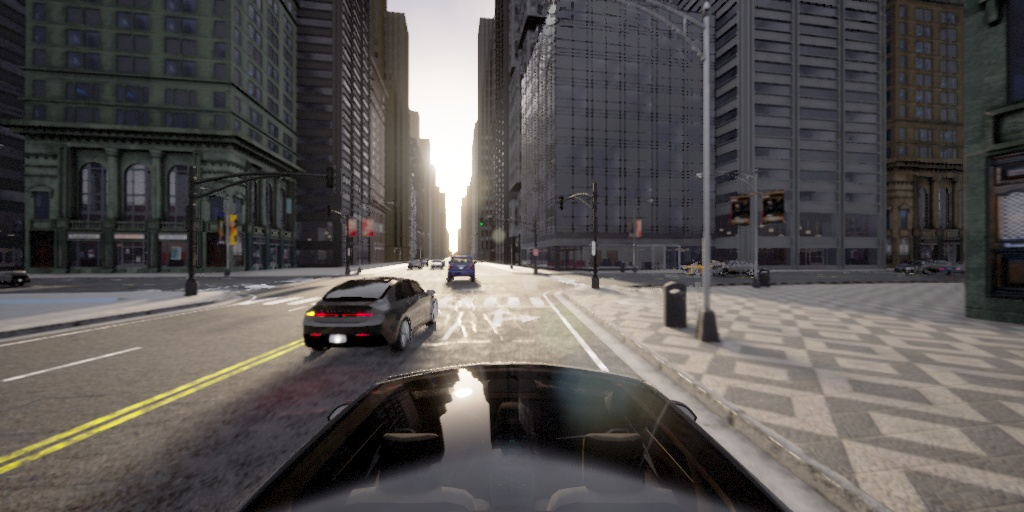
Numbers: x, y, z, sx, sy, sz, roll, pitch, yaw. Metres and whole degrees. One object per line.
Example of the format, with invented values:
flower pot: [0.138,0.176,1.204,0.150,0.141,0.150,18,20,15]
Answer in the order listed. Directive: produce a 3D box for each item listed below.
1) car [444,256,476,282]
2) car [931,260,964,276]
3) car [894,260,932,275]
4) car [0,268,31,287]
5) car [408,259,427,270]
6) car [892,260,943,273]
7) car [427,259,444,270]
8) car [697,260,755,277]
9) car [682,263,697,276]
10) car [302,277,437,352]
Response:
car: [-4.152,0.984,29.723,2.150,2.045,5.566,0,0,-7]
car: [44.752,1.269,34.993,5.357,1.411,2.033,0,0,-7]
car: [44.282,1.220,38.246,4.902,1.511,2.128,0,0,-9]
car: [-32.996,1.248,21.921,4.892,1.490,1.837,0,0,-9]
car: [-14.811,1.336,55.138,2.033,1.411,5.357,0,0,-9]
car: [47.503,1.254,42.058,4.674,1.442,1.812,0,0,-10]
car: [-11.603,1.337,55.660,2.033,1.411,5.357,0,0,-9]
car: [20.941,1.240,34.427,4.902,1.511,2.128,0,0,-9]
car: [20.375,1.231,37.625,5.008,1.535,1.882,0,0,-9]
car: [-3.148,1.256,8.903,1.837,1.490,4.892,0,0,0]
